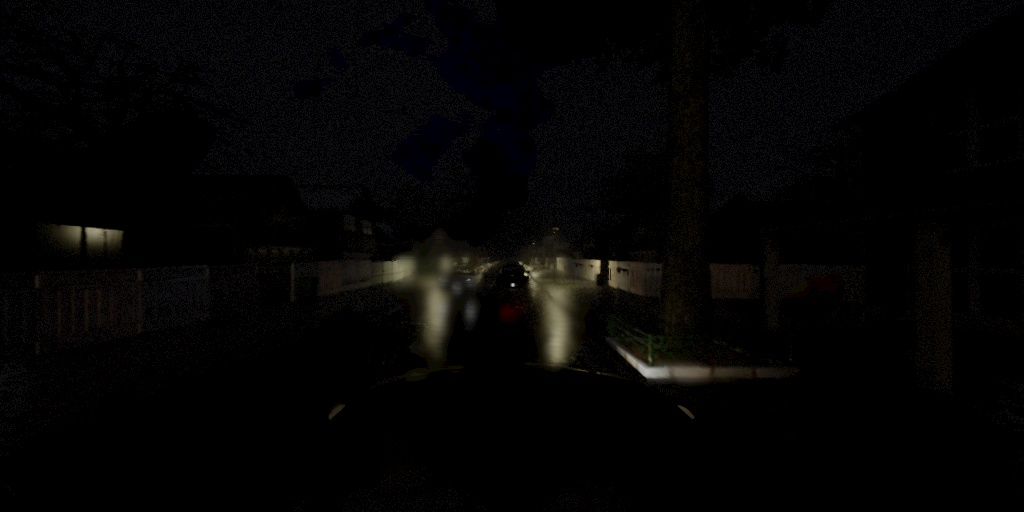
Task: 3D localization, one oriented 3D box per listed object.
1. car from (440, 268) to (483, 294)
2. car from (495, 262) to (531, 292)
[{"bbox_3d":[-2.784,1.345,20.387,1.895,1.301,4.718,0,0,0],"label":"car"},{"bbox_3d":[0.062,1.251,21.247,1.837,1.490,4.892,0,0,0],"label":"car"}]
